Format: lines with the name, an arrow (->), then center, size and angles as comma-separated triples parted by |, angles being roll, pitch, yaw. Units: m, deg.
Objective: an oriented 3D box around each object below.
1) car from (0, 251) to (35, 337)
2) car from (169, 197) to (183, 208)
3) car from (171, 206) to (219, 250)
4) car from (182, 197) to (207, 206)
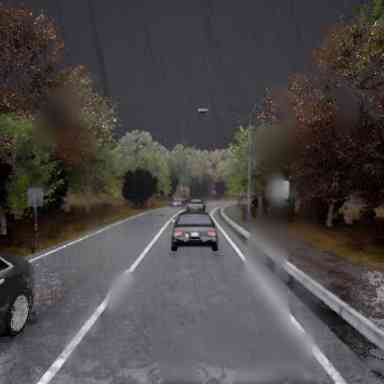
car -> -3.598, 1.504, 3.814 | 1.837, 1.490, 4.892 | 0, 0, 0
car -> -1.850, 1.449, 46.688 | 2.128, 1.511, 4.902 | 1, 0, 9
car -> 0.100, 1.539, 14.228 | 2.033, 1.411, 5.357 | 0, 0, 0
car -> 0.514, 1.456, 34.366 | 2.128, 1.511, 4.902 | 0, -1, 3
